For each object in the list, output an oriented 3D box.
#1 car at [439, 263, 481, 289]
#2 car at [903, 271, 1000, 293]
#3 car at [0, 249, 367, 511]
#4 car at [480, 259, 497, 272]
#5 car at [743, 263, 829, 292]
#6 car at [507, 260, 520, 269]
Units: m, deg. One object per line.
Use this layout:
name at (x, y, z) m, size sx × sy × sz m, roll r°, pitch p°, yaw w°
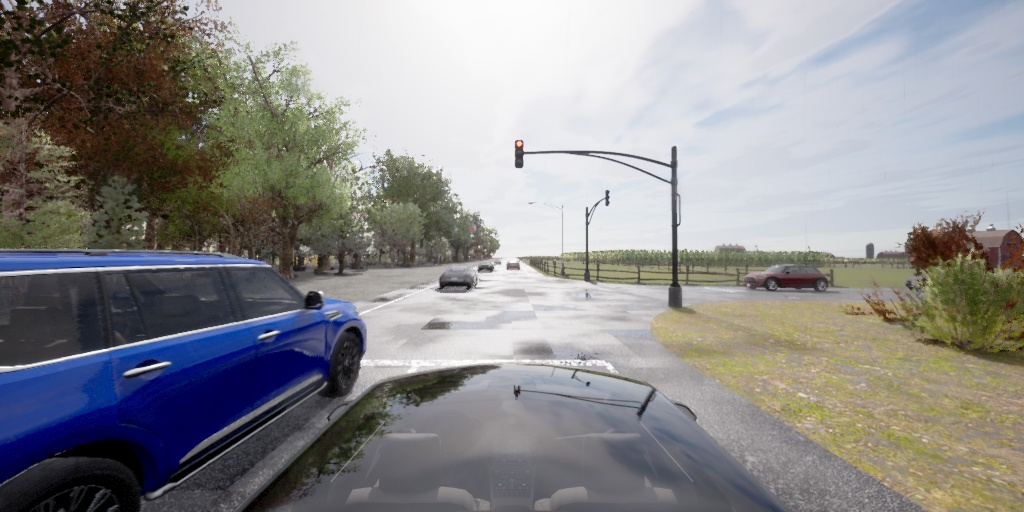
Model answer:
car at (-3.366, 1.315, 23.000) m, size 1.994 × 1.385 × 4.181 m, roll 0°, pitch 0°, yaw 0°
car at (28.602, 1.618, 23.369) m, size 4.892 × 1.490 × 1.837 m, roll 0°, pitch -1°, yaw 1°
car at (-3.394, 0.972, 3.367) m, size 2.150 × 2.045 × 5.566 m, roll 0°, pitch 0°, yaw 0°
car at (-3.328, 1.349, 46.680) m, size 1.895 × 1.301 × 4.718 m, roll 0°, pitch 0°, yaw 0°
car at (17.772, 1.348, 23.474) m, size 4.553 × 1.767 × 2.097 m, roll 1°, pitch -1°, yaw 1°
car at (0.192, 1.310, 55.727) m, size 1.994 × 1.385 × 4.181 m, roll 0°, pitch 0°, yaw 0°
